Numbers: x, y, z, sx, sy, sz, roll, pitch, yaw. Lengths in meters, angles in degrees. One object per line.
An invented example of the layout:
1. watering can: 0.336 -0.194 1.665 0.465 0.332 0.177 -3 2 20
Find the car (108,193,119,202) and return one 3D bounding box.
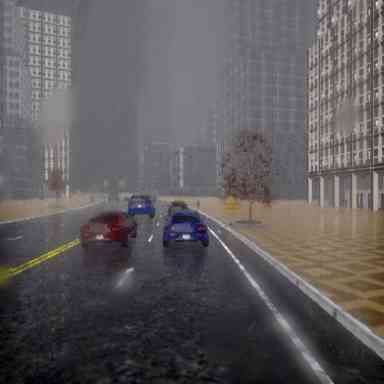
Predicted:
1. car: -17.451 1.205 74.136 2.150 2.045 5.566 0 0 -12

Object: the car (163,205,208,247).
1. car: -0.312 1.532 14.910 1.812 1.442 4.674 0 0 -2

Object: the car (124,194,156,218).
1. car: -4.482 1.255 29.844 2.150 2.045 5.566 0 0 -5

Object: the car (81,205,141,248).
1. car: -3.559 1.532 14.778 1.812 1.442 4.674 0 0 -2

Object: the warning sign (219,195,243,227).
1. warning sign: 2.308 1.113 19.872 1.300 1.860 1.060 0 0 -3

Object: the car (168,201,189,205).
1. car: -1.241 1.529 30.079 1.812 1.442 4.674 0 0 -5

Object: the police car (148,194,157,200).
1. police car: -11.362 1.406 95.021 1.930 1.638 5.238 0 0 -15

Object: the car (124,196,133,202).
1. car: -14.275 1.572 74.827 1.895 1.301 4.718 0 0 -12
